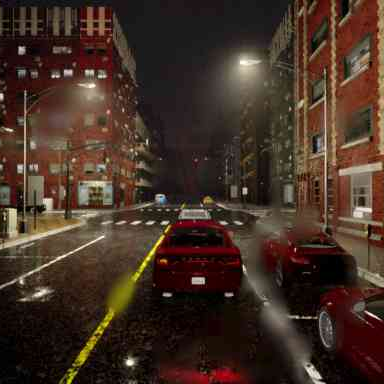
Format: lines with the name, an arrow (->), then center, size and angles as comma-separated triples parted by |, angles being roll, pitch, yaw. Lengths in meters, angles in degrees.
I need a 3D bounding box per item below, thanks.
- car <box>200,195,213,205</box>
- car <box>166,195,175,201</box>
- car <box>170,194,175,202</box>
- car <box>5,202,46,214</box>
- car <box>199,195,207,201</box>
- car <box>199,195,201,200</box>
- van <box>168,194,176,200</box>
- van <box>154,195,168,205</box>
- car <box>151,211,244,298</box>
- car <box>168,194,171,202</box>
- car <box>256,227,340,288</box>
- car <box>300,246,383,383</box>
car -> 2.799, 1.543, 58.329 | 1.752, 1.417, 4.829 | 1, 0, 0
car -> -5.533, 1.581, 86.474 | 2.008, 1.369, 4.403 | 1, 0, 0
car -> -5.553, 1.607, 75.169 | 1.802, 1.307, 4.206 | 1, 0, 0
car -> -18.648, 1.729, 37.324 | 4.313, 1.339, 1.947 | 0, -1, 0
car -> 2.846, 1.596, 86.421 | 1.947, 1.339, 4.313 | 1, 0, 0
car -> 2.837, 1.572, 80.770 | 1.887, 1.381, 4.507 | 1, 0, 0
van -> -5.521, 1.375, 92.126 | 1.690, 1.788, 3.998 | 1, 0, 0
van -> -5.578, 1.359, 58.213 | 1.690, 1.788, 3.998 | 1, 0, 0
car -> 0.112, 1.480, 8.588 | 1.882, 1.535, 5.008 | 0, 0, 0
car -> -5.572, 1.602, 63.865 | 1.802, 1.307, 4.206 | 1, 0, 0
car -> 2.852, 1.584, 8.906 | 1.802, 1.307, 4.206 | 1, 0, 0
car -> 2.673, 1.583, 3.250 | 1.802, 1.307, 4.206 | 1, 0, 0
